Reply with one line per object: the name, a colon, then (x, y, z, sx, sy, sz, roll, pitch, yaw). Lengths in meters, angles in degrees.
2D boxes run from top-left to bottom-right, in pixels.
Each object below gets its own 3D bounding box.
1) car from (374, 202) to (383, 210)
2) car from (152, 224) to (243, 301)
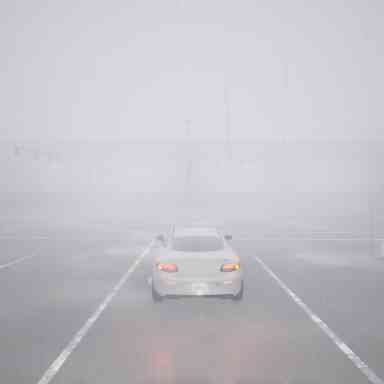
car: (23.307, 1.397, 37.840, 4.674, 1.442, 1.812, -1, 0, 2)
car: (0.075, 1.527, 8.210, 1.812, 1.442, 4.674, 0, 0, -1)
